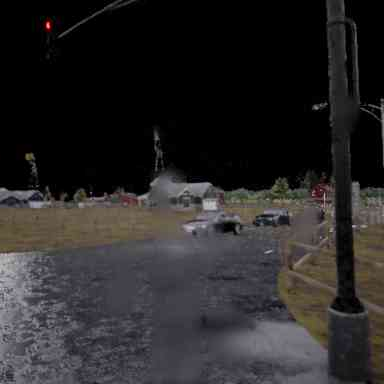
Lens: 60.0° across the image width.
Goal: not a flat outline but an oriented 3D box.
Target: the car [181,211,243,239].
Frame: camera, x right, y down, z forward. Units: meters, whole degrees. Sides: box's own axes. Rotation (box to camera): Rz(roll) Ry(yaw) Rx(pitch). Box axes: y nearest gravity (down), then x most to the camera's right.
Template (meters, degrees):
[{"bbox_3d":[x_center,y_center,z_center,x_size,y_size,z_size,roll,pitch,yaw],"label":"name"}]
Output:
[{"bbox_3d":[1.313,1.931,20.168,2.128,1.511,4.902,-3,-2,37],"label":"car"}]

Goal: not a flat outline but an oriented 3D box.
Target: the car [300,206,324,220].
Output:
[{"bbox_3d":[13.253,2.297,36.861,1.837,1.490,4.892,-3,-3,36],"label":"car"}]

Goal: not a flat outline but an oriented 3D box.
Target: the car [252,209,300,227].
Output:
[{"bbox_3d":[6.989,2.151,28.121,2.033,1.411,5.357,-3,-2,35],"label":"car"}]
